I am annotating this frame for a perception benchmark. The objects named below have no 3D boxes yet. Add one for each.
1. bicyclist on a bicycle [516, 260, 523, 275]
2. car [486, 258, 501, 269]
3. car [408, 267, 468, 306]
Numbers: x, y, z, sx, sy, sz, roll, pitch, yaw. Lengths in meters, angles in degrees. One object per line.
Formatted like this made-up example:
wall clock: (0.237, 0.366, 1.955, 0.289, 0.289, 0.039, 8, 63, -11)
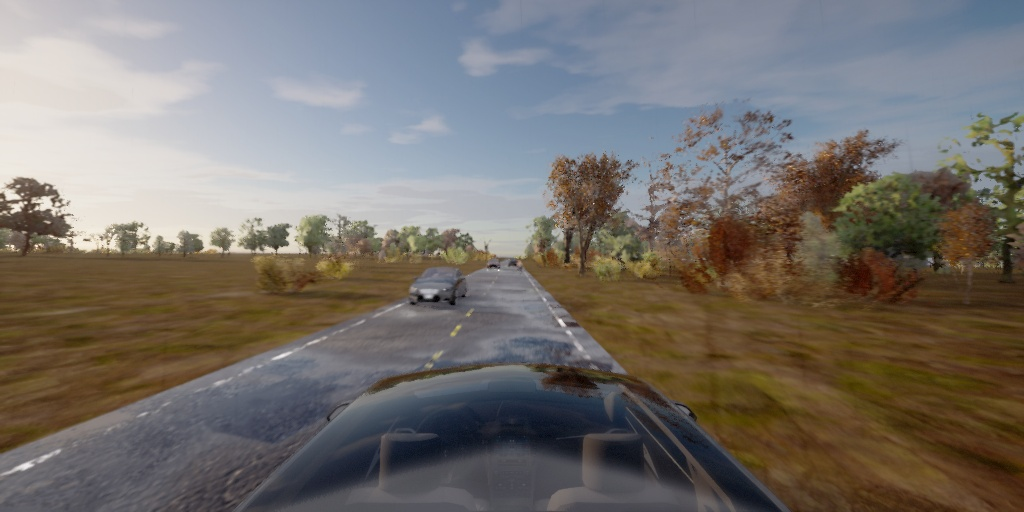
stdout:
bicyclist on a bicycle: (0.918, 1.277, 38.826, 0.866, 1.612, 1.509, 1, 0, 0)
car: (-2.911, 1.193, 57.295, 2.097, 1.767, 4.553, 1, 0, 1)
car: (-3.068, 1.237, 15.698, 2.128, 1.511, 4.902, 1, 0, 0)
